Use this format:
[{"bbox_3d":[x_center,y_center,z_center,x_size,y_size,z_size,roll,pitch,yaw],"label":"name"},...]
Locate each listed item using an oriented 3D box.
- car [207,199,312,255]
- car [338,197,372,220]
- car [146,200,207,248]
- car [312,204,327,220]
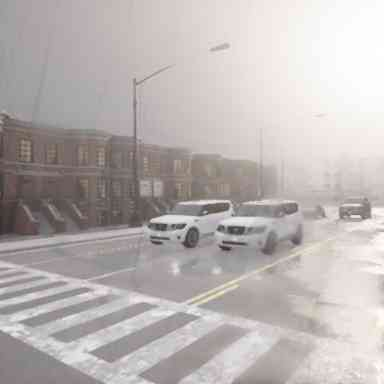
[{"bbox_3d":[3.190,1.386,14.566,2.150,2.045,5.566,-1,0,36],"label":"car"},{"bbox_3d":[15.644,1.496,31.742,2.150,2.045,5.566,-1,-1,36],"label":"car"},{"bbox_3d":[0.203,1.439,16.408,2.150,2.045,5.566,-1,0,36],"label":"car"},{"bbox_3d":[11.514,1.847,32.008,1.812,1.442,4.674,-1,-1,36],"label":"car"}]
